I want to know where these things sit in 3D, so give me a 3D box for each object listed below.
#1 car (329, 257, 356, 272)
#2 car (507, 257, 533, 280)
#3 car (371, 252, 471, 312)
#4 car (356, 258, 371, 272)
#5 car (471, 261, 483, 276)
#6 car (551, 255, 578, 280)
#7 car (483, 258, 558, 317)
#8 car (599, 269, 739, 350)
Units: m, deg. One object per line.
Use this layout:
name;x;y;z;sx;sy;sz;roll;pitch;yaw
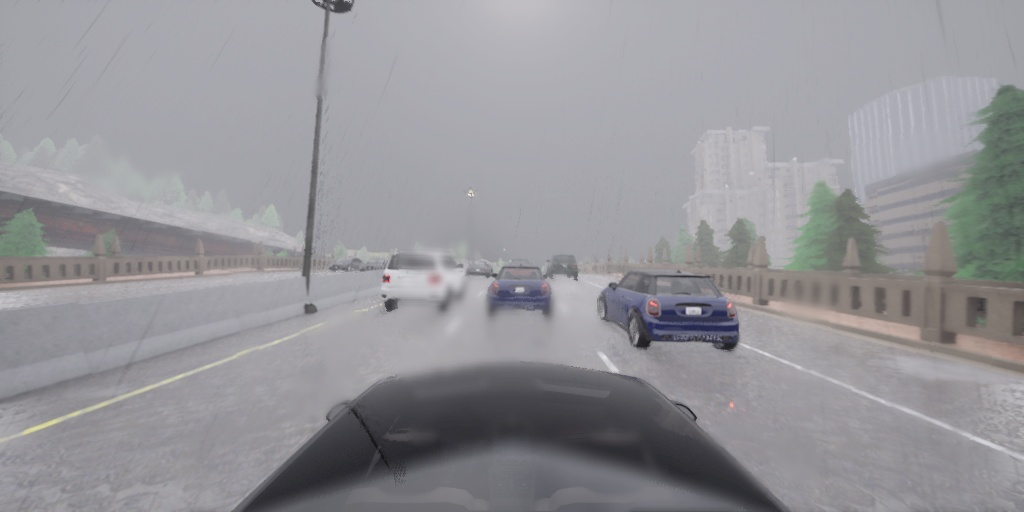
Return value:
car;-16.822;0.882;36.853;1.837;1.490;4.892;1;-1;2
car;0.693;0.982;30.780;2.097;1.767;4.553;1;0;1
car;-3.176;0.868;13.885;2.150;2.045;5.566;1;0;1
car;-13.355;0.983;35.795;1.994;1.385;4.181;1;-1;2
car;-2.788;1.137;31.814;1.994;1.385;4.181;1;0;1
car;4.181;0.909;30.135;2.150;2.045;5.566;1;0;1
car;0.307;1.055;13.160;2.097;1.767;4.553;1;0;1
car;3.725;1.125;9.385;2.097;1.767;4.553;1;0;1
